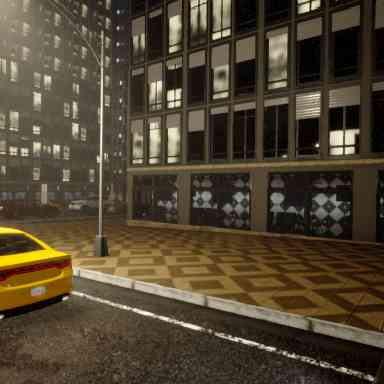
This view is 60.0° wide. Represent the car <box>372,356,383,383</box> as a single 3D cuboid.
[{"bbox_3d":[3.556,1.548,1.162,5.357,1.411,2.033,0,0,35],"label":"car"}]

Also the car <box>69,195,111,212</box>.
[{"bbox_3d":[-12.590,1.431,41.842,2.150,2.045,5.566,1,0,36],"label":"car"}]

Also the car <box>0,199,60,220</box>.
[{"bbox_3d":[-14.399,1.519,29.608,2.192,1.841,5.009,1,0,36],"label":"car"}]

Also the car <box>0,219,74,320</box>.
[{"bbox_3d":[-4.551,1.474,6.898,5.008,1.535,1.882,0,0,35],"label":"car"}]

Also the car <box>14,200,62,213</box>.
[{"bbox_3d":[-17.924,1.643,38.972,1.752,1.417,4.829,1,0,36],"label":"car"}]

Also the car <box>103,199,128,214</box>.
[{"bbox_3d":[-7.628,1.830,38.839,1.752,1.417,4.829,1,0,36],"label":"car"}]
